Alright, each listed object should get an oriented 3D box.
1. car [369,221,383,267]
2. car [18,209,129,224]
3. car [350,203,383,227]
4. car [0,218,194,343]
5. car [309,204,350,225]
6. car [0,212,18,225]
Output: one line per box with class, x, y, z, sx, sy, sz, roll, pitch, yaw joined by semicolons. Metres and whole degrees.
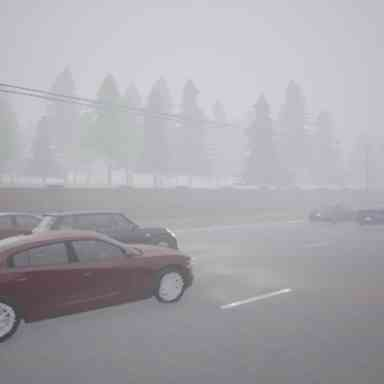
car;6.660;1.506;8.494;4.674;1.442;1.812;0;0;-36
car;-2.675;1.345;10.436;4.553;1.767;2.097;0;0;-35
car;12.498;1.435;21.255;5.008;1.535;1.882;0;0;-35
car;-2.261;1.475;6.434;5.008;1.535;1.882;0;0;-35
car;10.353;1.521;24.023;4.181;1.385;1.994;0;0;-36
car;-6.284;1.475;12.162;5.008;1.535;1.882;0;0;-35
